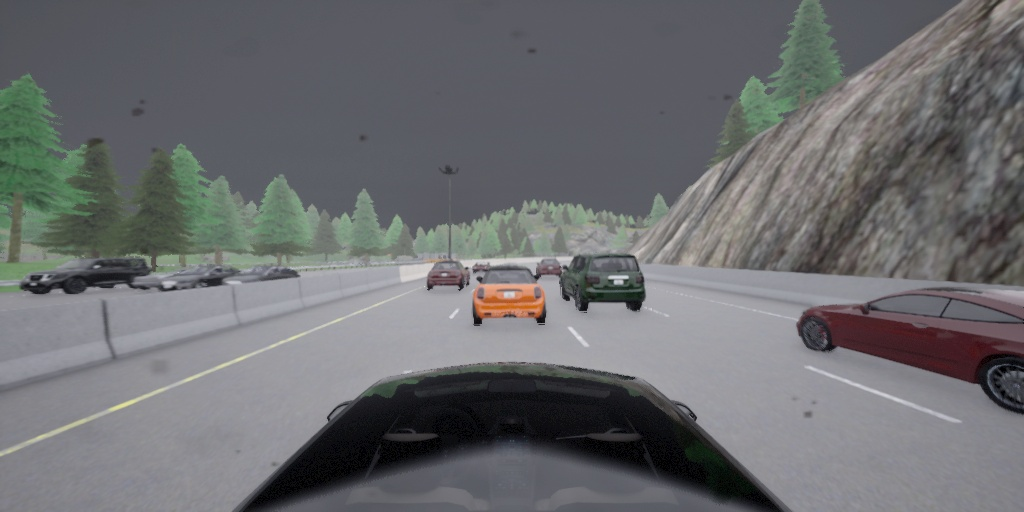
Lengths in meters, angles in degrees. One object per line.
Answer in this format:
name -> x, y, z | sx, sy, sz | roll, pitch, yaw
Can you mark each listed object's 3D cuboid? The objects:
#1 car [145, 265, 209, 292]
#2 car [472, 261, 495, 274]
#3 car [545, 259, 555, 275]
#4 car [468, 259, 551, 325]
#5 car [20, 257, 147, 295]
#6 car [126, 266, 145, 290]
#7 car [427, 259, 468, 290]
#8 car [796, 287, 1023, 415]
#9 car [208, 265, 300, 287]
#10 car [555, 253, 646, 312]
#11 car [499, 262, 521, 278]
car -> -17.991, 1.329, 21.173 | 2.128, 1.511, 4.902 | 0, 0, -1
car -> -3.164, 1.283, 40.657 | 1.895, 1.301, 4.718 | 0, 0, 5
car -> 3.340, 1.005, 32.366 | 2.097, 1.767, 4.553 | 0, 0, 2
car -> -0.128, 1.079, 11.940 | 2.097, 1.767, 4.553 | 0, 0, -2
car -> -25.015, 1.111, 21.480 | 2.150, 2.045, 5.566 | 0, 0, -1
car -> -21.524, 1.460, 23.397 | 1.895, 1.301, 4.718 | 0, 0, 0
car -> -3.831, 1.081, 22.347 | 2.097, 1.767, 4.553 | 0, 0, 0
car -> 7.047, 1.214, 5.723 | 1.812, 1.442, 4.674 | 0, 0, -2
car -> -14.490, 1.304, 20.946 | 2.128, 1.511, 4.902 | 0, 0, -1
car -> 3.314, 0.918, 14.070 | 2.150, 2.045, 5.566 | 0, 0, -2
car -> -0.089, 1.275, 34.489 | 1.895, 1.301, 4.718 | 0, 0, 3
